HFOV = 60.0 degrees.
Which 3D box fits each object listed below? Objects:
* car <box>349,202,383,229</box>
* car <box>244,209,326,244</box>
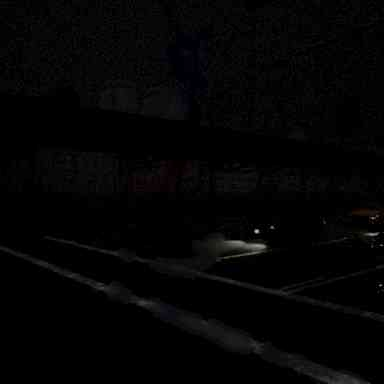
[{"bbox_3d":[11.886,1.366,20.973,5.008,1.535,1.882,-1,0,-35],"label":"car"},{"bbox_3d":[4.469,1.522,15.749,4.181,1.385,1.994,-1,0,-35],"label":"car"}]
